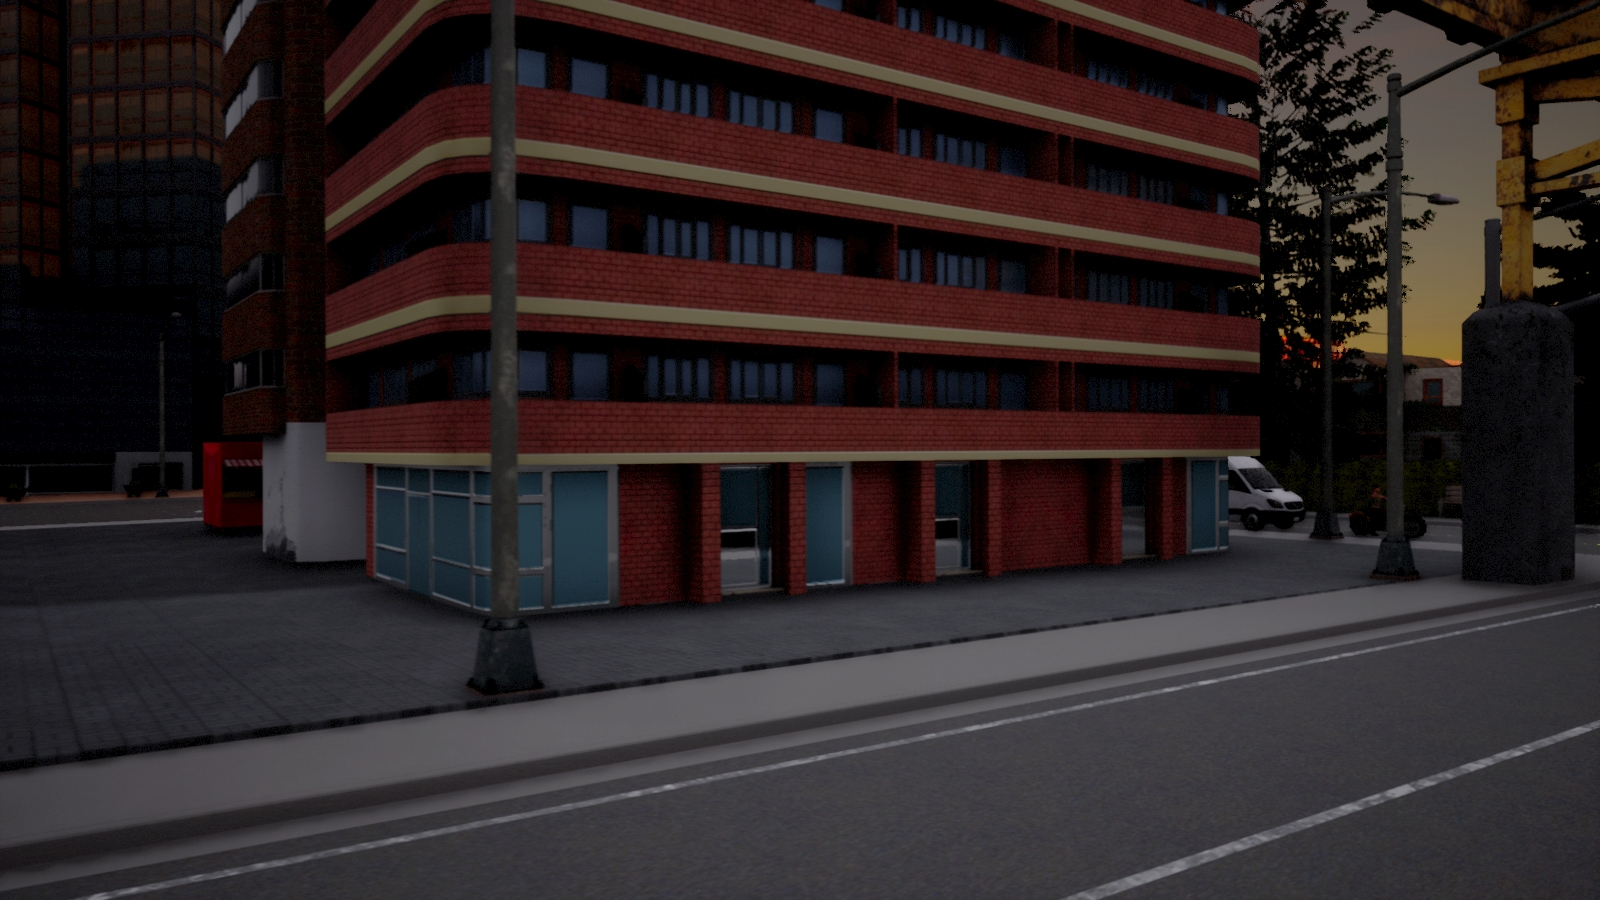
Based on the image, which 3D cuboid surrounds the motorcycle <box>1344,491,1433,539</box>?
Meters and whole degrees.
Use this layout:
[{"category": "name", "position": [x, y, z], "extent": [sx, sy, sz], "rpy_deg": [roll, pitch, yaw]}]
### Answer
[{"category": "motorcycle", "position": [18.072, 1.986, 35.150], "extent": [0.764, 1.332, 2.356], "rpy_deg": [0, 0, -35]}]

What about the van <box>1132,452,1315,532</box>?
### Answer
[{"category": "van", "position": [14.687, 1.378, 40.022], "extent": [1.988, 2.561, 5.915], "rpy_deg": [0, 0, -35]}]
